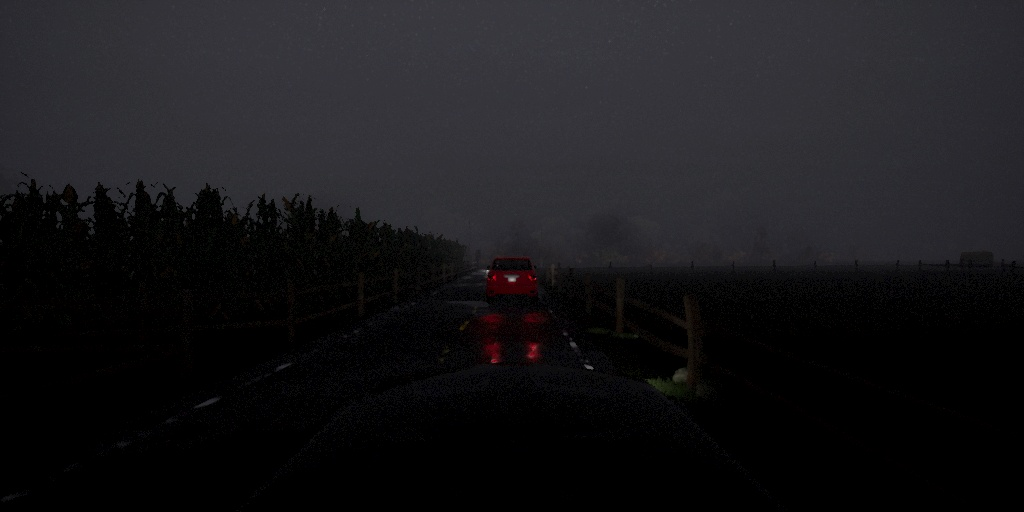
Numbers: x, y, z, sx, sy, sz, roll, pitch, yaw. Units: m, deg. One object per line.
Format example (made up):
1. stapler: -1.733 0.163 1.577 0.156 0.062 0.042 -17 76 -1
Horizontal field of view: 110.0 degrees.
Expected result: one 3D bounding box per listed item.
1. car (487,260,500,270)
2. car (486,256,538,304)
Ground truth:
1. car: -2.750 1.306 54.501 1.837 1.490 4.892 0 0 0
2. car: 0.000 1.005 16.530 2.150 2.045 5.566 0 0 0
